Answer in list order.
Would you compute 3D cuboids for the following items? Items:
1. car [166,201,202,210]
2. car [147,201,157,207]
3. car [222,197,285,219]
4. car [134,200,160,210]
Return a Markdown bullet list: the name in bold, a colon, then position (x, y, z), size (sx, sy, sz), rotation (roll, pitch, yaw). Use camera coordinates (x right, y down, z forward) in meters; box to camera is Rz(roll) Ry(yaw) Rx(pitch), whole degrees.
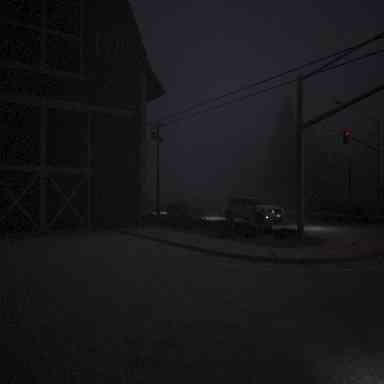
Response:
- **car**: position (-0.903, 1.708, 34.735), size (1.882, 1.535, 5.008), rotation (0, 0, -35)
- **car**: position (-6.290, 1.786, 42.597), size (1.837, 1.490, 4.892), rotation (0, 0, -34)
- **car**: position (4.737, 1.400, 26.509), size (2.150, 2.045, 5.566), rotation (0, 0, -34)
- **car**: position (-6.719, 1.922, 49.570), size (1.895, 1.301, 4.718), rotation (0, 0, -34)
